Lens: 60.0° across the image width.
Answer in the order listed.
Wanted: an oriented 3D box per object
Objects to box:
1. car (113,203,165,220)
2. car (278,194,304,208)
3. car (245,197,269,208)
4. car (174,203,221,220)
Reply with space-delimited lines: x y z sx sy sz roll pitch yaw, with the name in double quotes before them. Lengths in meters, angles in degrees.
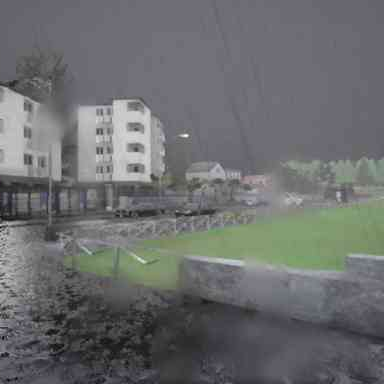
"car" -4.479 1.636 28.729 1.895 1.301 4.718 0 0 36
"car" 14.178 1.250 47.683 2.150 2.045 5.566 0 0 36
"car" 9.397 1.526 48.052 2.128 1.511 4.902 0 0 36
"car" 0.617 1.628 28.666 1.895 1.301 4.718 0 0 36
